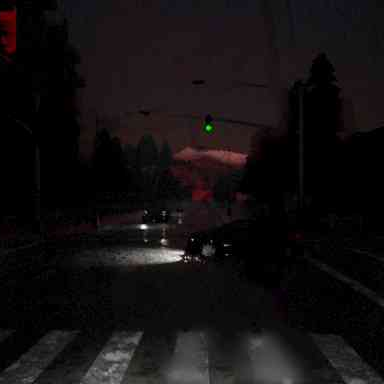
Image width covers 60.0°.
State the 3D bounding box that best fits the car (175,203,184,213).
[{"bbox_3d":[-2.207,2.244,46.304,1.895,1.301,4.718,0,-1,3],"label":"car"}]

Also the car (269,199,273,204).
[{"bbox_3d":[20.201,2.602,87.818,1.970,1.475,3.806,0,-1,3],"label":"car"}]

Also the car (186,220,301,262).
[{"bbox_3d":[1.877,1.754,12.533,4.181,1.385,1.994,0,-1,4],"label":"car"}]

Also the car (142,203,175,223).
[{"bbox_3d":[-2.999,1.771,29.326,2.097,1.767,4.553,0,-1,3],"label":"car"}]

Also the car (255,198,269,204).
[{"bbox_3d":[16.826,2.492,80.569,1.845,1.501,3.633,0,-1,3],"label":"car"}]
